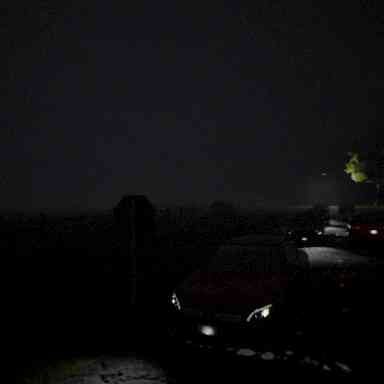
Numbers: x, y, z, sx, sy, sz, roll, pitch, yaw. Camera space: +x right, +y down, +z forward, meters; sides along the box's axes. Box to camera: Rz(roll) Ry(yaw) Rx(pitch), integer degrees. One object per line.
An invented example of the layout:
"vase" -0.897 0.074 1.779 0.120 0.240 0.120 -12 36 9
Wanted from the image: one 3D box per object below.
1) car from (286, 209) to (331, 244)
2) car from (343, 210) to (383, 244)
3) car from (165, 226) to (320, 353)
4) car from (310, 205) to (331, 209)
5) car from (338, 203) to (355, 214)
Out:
"car" 6.306 1.861 18.070 2.033 1.411 5.357 -1 -1 23
"car" 9.022 1.810 16.926 1.994 1.385 4.181 -1 -1 23
"car" 1.259 1.664 6.667 1.812 1.442 4.674 -2 -1 27
"car" 10.464 2.027 27.870 1.994 1.385 4.181 -1 -1 23
"car" 20.465 2.133 43.974 1.882 1.535 5.008 -1 -1 23
